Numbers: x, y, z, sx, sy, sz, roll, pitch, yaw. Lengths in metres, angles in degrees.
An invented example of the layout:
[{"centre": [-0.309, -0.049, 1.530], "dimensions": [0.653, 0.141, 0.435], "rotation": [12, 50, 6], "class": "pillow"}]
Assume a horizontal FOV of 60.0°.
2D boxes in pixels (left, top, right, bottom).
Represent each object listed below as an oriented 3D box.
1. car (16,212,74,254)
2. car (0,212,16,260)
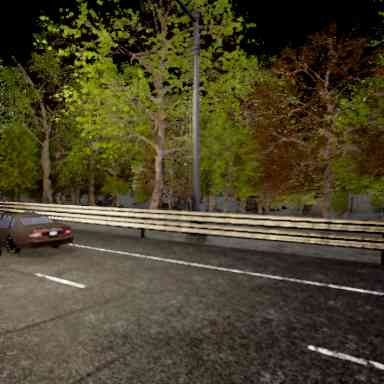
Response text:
[{"centre": [-6.977, 1.500, 13.271], "dimensions": [5.357, 1.411, 2.033], "rotation": [0, 0, 35], "class": "car"}, {"centre": [-7.523, 1.186, 9.358], "dimensions": [5.566, 2.045, 2.150], "rotation": [0, 0, 36], "class": "car"}]
